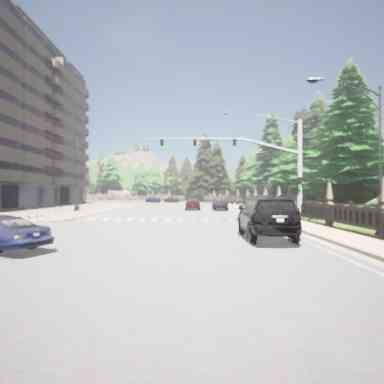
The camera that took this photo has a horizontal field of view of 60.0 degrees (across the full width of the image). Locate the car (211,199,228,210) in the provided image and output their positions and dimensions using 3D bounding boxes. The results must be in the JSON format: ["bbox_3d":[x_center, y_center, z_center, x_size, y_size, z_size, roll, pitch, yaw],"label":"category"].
[{"bbox_3d":[3.601,1.605,43.689,2.128,1.511,4.902,0,0,0],"label":"car"}]

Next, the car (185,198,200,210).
[{"bbox_3d":[0.088,1.596,45.282,1.882,1.535,5.008,0,0,0],"label":"car"}]

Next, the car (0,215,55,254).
[{"bbox_3d":[-8.048,1.621,13.224,5.357,1.411,2.033,0,0,23],"label":"car"}]

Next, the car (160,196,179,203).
[{"bbox_3d":[-4.632,1.720,74.789,1.812,1.442,4.674,0,0,-37],"label":"car"}]

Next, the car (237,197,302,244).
[{"bbox_3d":[3.602,1.263,16.270,2.150,2.045,5.566,0,0,0],"label":"car"}]

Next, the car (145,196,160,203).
[{"bbox_3d":[-8.783,1.720,74.487,1.812,1.442,4.674,0,0,-41],"label":"car"}]
